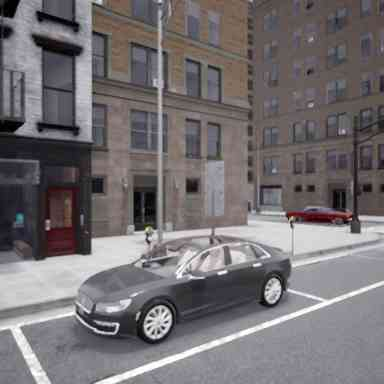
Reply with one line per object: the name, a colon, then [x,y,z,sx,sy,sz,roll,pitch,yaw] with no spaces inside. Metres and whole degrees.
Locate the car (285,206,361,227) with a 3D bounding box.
car: [9.010,1.658,23.118,1.895,1.301,4.718,0,0,-41]

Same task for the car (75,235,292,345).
car: [0.080,1.549,6.314,4.403,1.369,2.008,0,0,-37]
